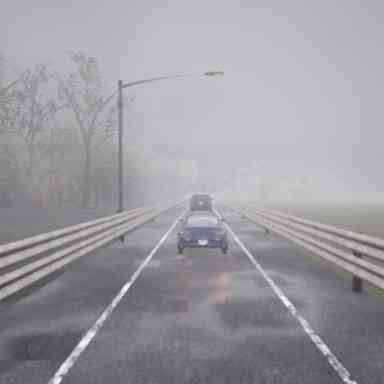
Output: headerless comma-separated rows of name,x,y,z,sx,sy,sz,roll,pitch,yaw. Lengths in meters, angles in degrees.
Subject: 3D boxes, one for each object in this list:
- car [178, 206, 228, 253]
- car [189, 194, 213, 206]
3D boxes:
car,0.413,1.525,13.550,1.812,1.442,4.674,0,0,1
car,0.915,1.218,33.894,2.150,2.045,5.566,0,0,1
